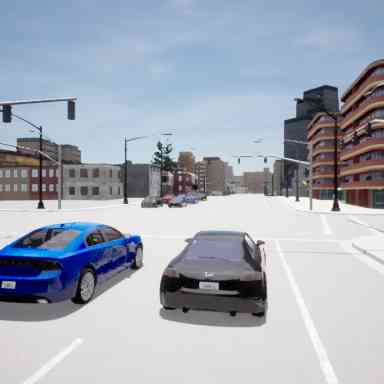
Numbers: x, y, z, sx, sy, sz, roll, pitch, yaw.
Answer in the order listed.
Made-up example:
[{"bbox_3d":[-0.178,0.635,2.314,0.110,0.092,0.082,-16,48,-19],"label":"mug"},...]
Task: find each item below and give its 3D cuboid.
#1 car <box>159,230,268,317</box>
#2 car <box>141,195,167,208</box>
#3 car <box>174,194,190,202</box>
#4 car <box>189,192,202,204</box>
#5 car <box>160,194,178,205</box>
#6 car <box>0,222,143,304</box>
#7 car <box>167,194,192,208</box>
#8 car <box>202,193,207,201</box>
[{"bbox_3d":[0.692,1.564,7.624,1.994,1.385,4.181,0,0,12],"label":"car"},{"bbox_3d":[-5.545,1.230,46.498,2.097,1.767,4.553,0,1,11],"label":"car"},{"bbox_3d":[-1.872,1.125,65.114,2.033,1.411,5.357,0,1,11],"label":"car"},{"bbox_3d":[-0.072,1.249,56.279,1.812,1.442,4.674,0,1,11],"label":"car"},{"bbox_3d":[-3.781,1.226,55.464,1.882,1.535,5.008,0,1,11],"label":"car"},{"bbox_3d":[-2.745,1.478,8.271,1.882,1.535,5.008,0,0,11],"label":"car"},{"bbox_3d":[-1.909,1.409,46.874,2.033,1.411,5.357,0,1,11],"label":"car"},{"bbox_3d":[1.890,1.052,66.101,1.837,1.490,4.892,0,1,12],"label":"car"}]
